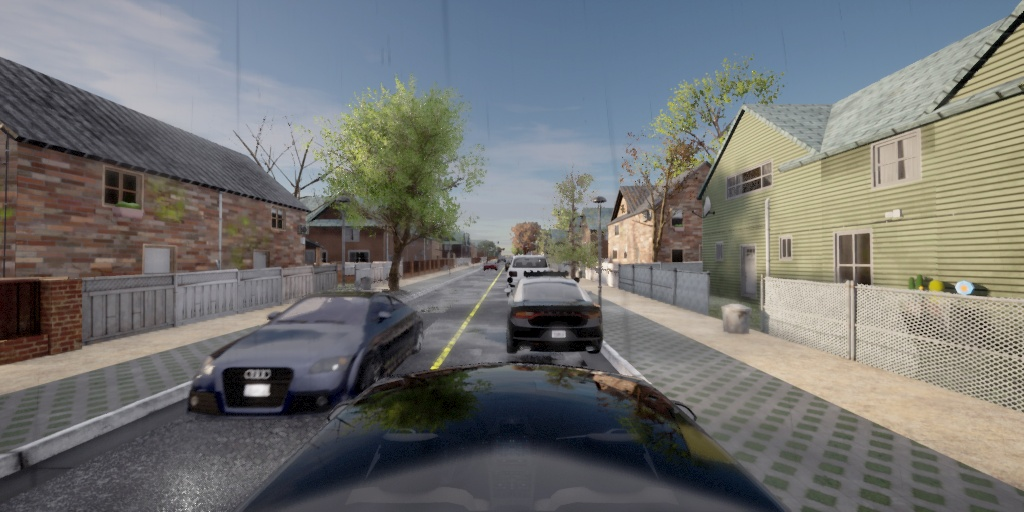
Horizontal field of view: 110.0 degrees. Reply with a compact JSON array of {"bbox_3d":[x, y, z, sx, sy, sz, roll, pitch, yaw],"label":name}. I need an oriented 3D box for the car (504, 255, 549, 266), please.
[{"bbox_3d":[0.833,0.978,18.848,2.150,2.045,5.566,0,0,0],"label":"car"}]

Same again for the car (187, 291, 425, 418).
[{"bbox_3d":[-2.847,1.315,5.997,1.994,1.385,4.181,0,0,0],"label":"car"}]

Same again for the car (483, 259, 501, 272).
[{"bbox_3d":[-2.829,1.348,47.414,1.895,1.301,4.718,0,0,0],"label":"car"}]

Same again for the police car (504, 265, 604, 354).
[{"bbox_3d":[0.828,1.177,8.925,1.930,1.638,5.238,0,0,0],"label":"police car"}]

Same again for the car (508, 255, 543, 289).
[{"bbox_3d":[0.836,0.979,24.849,2.150,2.045,5.566,0,0,0],"label":"car"}]
